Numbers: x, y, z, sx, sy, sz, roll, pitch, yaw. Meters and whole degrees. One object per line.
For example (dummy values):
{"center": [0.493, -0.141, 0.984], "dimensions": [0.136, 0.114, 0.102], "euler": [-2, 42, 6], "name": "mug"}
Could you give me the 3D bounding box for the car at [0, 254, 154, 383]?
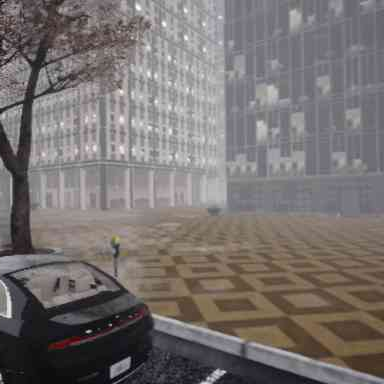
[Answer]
{"center": [-2.507, 1.566, 4.681], "dimensions": [4.403, 1.369, 2.008], "euler": [0, -1, 36], "name": "car"}
